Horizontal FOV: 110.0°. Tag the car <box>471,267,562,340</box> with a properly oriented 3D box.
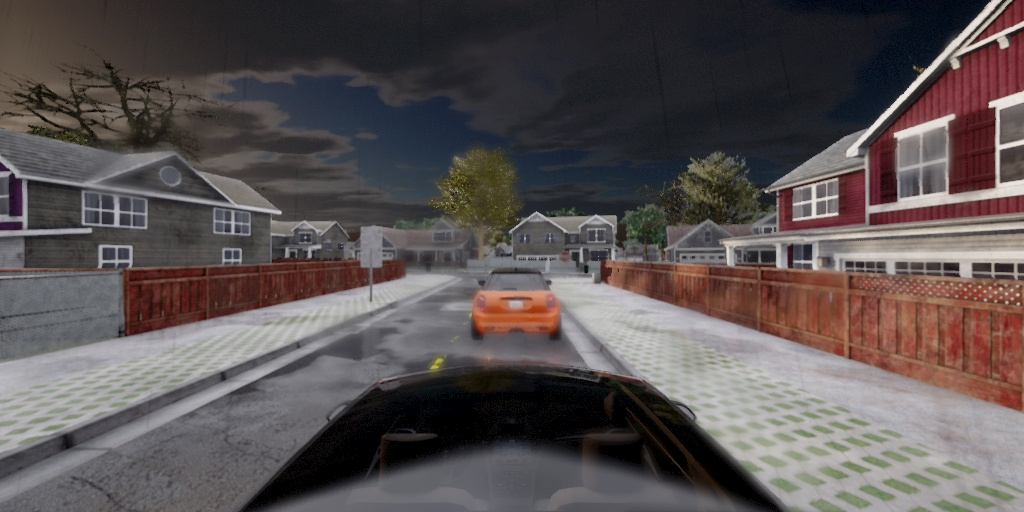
[{"bbox_3d":[0.101,1.093,10.094,2.097,1.767,4.553,0,0,0],"label":"car"}]
